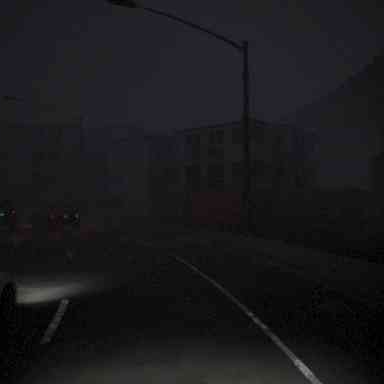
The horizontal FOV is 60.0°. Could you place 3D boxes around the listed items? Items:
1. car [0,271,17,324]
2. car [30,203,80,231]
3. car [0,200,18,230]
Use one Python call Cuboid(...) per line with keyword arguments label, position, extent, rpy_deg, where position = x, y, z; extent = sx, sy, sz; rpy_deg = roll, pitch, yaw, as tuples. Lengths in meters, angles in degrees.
Cuboid(label="car", position=(-3.939, 1.598, 4.298), extent=(1.812, 1.442, 4.674), rpy_deg=(0, -1, -8))
Cuboid(label="car", position=(-9.545, 1.641, 23.015), extent=(2.097, 1.767, 4.553), rpy_deg=(0, -1, -41))
Cuboid(label="car", position=(-13.790, 1.542, 22.623), extent=(5.566, 2.045, 2.150), rpy_deg=(-1, -1, 44))
